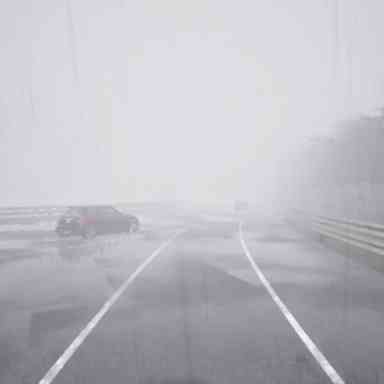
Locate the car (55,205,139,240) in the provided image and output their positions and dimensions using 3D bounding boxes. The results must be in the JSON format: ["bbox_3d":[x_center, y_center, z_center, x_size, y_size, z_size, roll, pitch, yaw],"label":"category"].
[{"bbox_3d":[-4.900,1.457,17.921,2.097,1.767,4.553,0,-1,31],"label":"car"}]

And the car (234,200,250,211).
[{"bbox_3d":[6.972,1.855,46.082,2.128,1.511,4.902,0,0,15],"label":"car"}]
